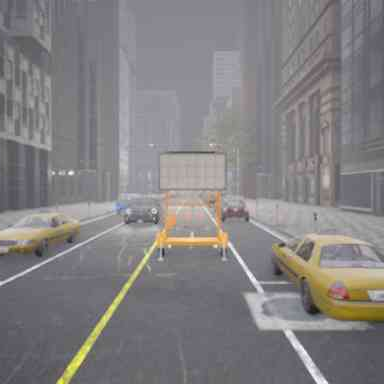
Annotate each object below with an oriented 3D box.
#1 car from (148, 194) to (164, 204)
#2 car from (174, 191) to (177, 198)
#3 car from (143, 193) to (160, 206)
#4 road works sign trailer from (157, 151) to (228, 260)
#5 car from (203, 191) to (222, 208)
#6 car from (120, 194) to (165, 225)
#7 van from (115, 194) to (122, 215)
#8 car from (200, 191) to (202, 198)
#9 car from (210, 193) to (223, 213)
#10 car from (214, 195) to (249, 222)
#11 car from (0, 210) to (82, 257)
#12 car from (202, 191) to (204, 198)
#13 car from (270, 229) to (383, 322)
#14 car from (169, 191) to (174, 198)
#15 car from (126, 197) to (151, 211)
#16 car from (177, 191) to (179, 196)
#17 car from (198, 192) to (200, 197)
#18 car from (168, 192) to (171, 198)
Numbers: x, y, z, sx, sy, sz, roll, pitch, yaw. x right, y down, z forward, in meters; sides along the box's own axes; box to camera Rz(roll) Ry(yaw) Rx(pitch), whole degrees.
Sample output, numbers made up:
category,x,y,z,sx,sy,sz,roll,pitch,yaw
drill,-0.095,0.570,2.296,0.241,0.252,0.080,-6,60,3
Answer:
category,x,y,z,sx,sy,sz,roll,pitch,yaw
car,-5.593,1.082,52.136,1.887,1.381,4.507,0,0,0
car,-5.554,0.655,80.327,2.192,1.841,5.009,0,0,0
car,-5.601,1.019,46.497,1.967,1.590,4.097,0,0,0
road works sign trailer,0.017,0.345,11.850,2.380,3.560,2.880,0,1,0
car,2.917,0.939,40.831,2.192,1.841,5.009,0,0,0
car,-3.067,1.134,21.990,2.097,1.767,4.553,0,1,0
van,-5.624,1.055,29.579,1.690,1.788,3.998,0,1,0
car,2.941,0.936,57.749,1.967,1.590,4.097,0,0,0
car,2.901,1.156,29.552,1.967,1.590,4.097,0,0,0
car,2.893,1.205,23.914,1.967,1.590,4.097,0,0,0
car,-5.649,1.400,12.457,1.752,1.417,4.829,0,1,1
car,2.925,0.896,46.469,2.192,1.841,5.009,0,0,0
car,2.877,1.452,7.200,1.752,1.417,4.829,0,1,1
car,-5.562,0.900,74.521,1.752,1.417,4.829,0,0,0
car,-5.617,1.232,35.220,1.947,1.339,4.313,0,0,0
car,-5.538,0.594,91.605,2.192,1.841,5.009,0,0,0
car,2.964,0.956,74.669,1.802,1.307,4.206,0,0,0
car,-5.577,1.034,63.414,1.802,1.307,4.206,0,0,0
